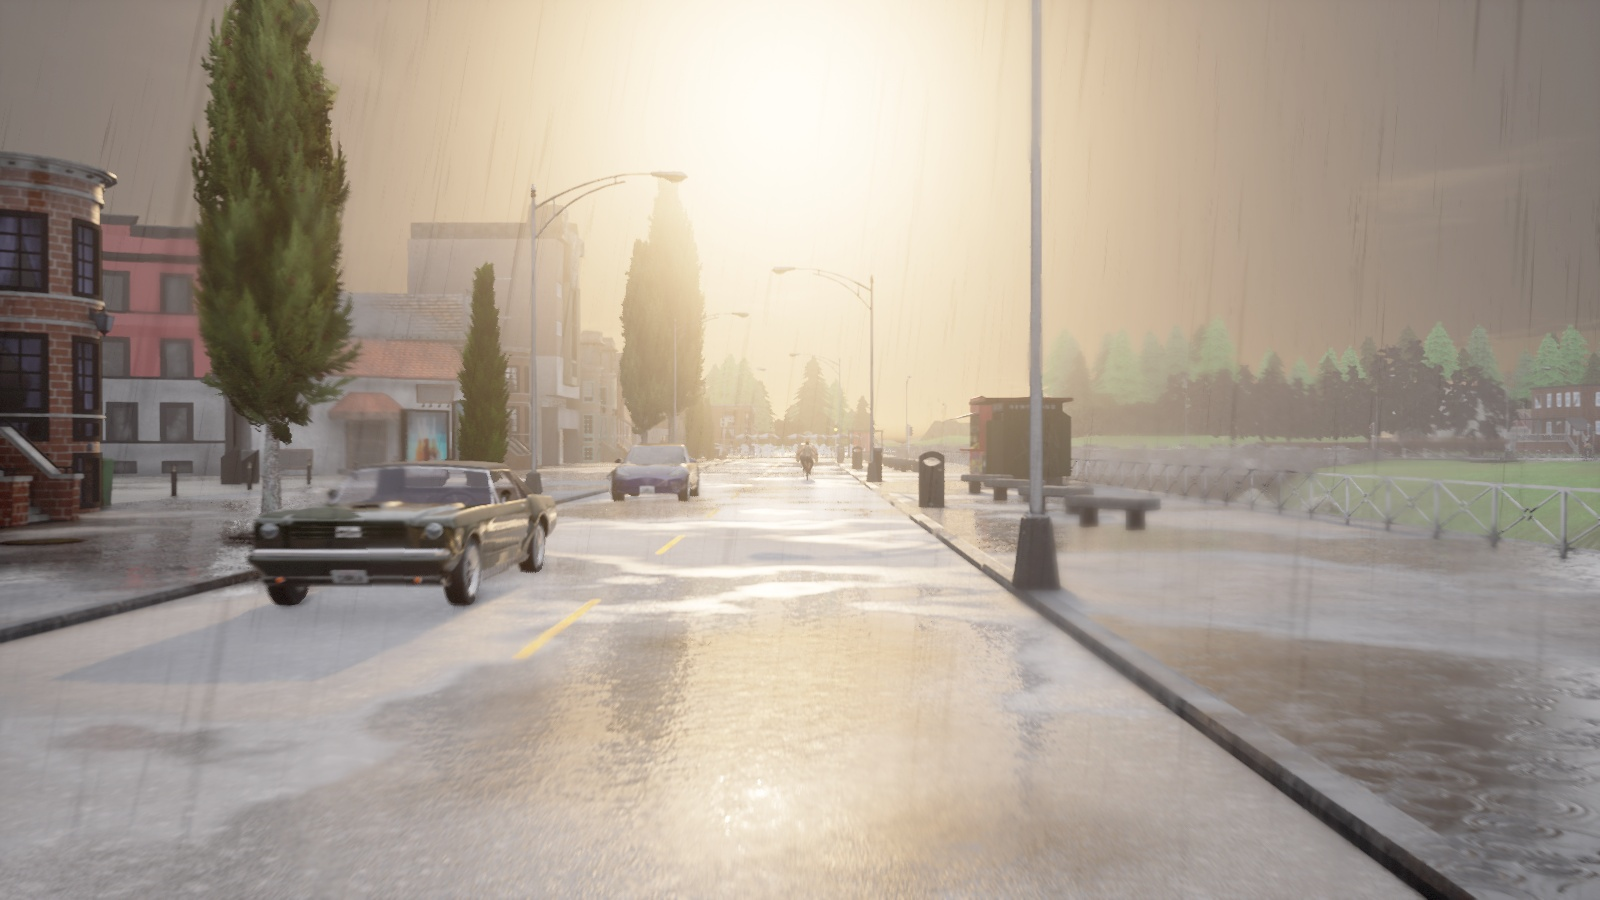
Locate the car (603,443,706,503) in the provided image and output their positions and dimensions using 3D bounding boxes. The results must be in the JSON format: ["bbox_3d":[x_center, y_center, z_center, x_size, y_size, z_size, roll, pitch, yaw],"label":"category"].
[{"bbox_3d":[-3.798,0.554,33.537,2.163,1.488,4.792,0,0,0],"label":"car"}]

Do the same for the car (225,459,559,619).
[{"bbox_3d":[-3.912,0.770,12.996,1.895,1.301,4.718,0,0,0],"label":"car"}]
